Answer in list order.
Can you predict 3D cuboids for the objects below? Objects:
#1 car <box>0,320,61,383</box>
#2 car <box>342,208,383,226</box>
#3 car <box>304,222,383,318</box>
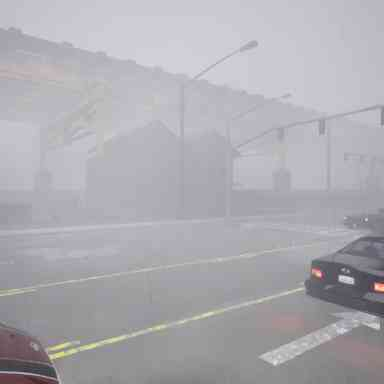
[{"bbox_3d":[-2.989,1.352,1.615,4.553,1.767,2.097,0,0,-36],"label":"car"},{"bbox_3d":[11.284,1.601,19.852,4.718,1.301,1.895,0,0,-23],"label":"car"},{"bbox_3d":[4.692,1.547,7.133,5.357,1.411,2.033,0,0,-35],"label":"car"}]
